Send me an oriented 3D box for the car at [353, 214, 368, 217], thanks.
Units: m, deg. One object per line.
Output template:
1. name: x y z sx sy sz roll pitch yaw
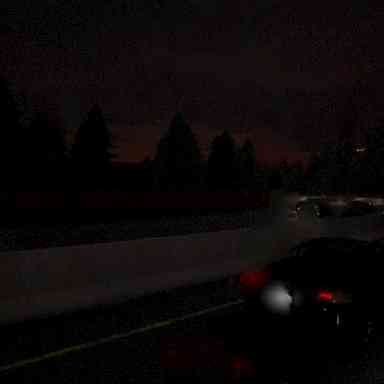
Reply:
1. car: 14.233 1.531 28.404 1.882 1.535 5.008 0 0 37

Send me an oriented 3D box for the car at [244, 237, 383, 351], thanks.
1. car: 2.938 1.577 6.324 4.181 1.385 1.994 0 0 -39
